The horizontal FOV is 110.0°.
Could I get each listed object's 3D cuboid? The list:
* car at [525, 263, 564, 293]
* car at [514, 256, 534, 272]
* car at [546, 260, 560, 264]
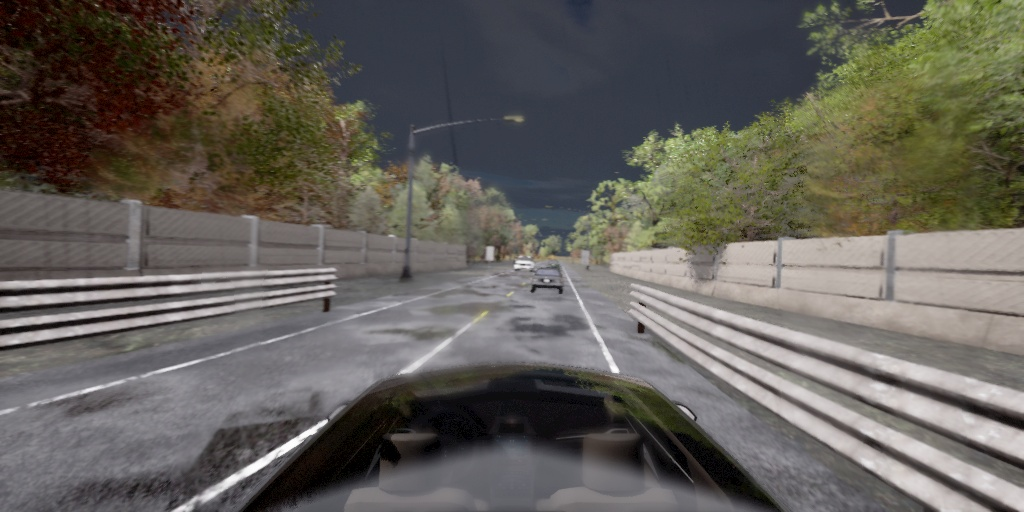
[{"bbox_3d":[2.173,1.388,21.797,2.033,1.411,5.357,2,0,7],"label":"car"},{"bbox_3d":[1.659,1.024,46.535,2.150,2.045,5.566,3,0,8],"label":"car"},{"bbox_3d":[6.254,1.349,54.579,2.097,1.767,4.553,2,0,7],"label":"car"}]
